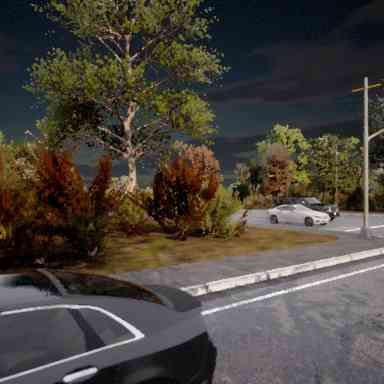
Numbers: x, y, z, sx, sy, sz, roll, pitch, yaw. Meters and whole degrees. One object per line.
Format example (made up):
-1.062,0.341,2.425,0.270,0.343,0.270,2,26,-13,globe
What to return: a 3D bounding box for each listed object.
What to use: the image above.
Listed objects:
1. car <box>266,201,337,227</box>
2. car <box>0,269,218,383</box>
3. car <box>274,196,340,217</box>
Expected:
7.426,1.600,23.680,1.812,1.442,4.674,0,-1,-38,car
-2.031,1.505,2.501,4.892,1.490,1.837,0,0,-35,car
9.110,1.316,27.273,2.150,2.045,5.566,0,-1,-37,car
